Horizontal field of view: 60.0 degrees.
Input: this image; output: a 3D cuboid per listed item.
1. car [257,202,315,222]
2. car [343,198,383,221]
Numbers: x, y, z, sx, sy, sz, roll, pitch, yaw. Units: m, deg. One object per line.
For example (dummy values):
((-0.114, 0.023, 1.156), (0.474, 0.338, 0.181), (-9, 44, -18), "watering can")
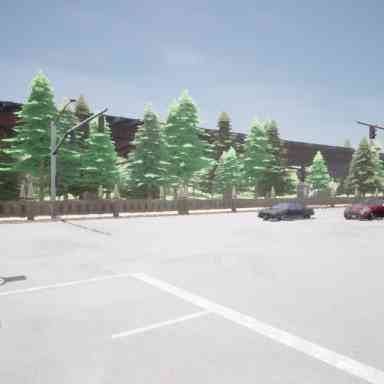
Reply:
((7.665, 1.549, 26.702), (5.357, 1.411, 2.033), (0, 0, -36), "car")
((14.418, 1.350, 27.231), (4.553, 1.767, 2.097), (0, 0, -36), "car")
